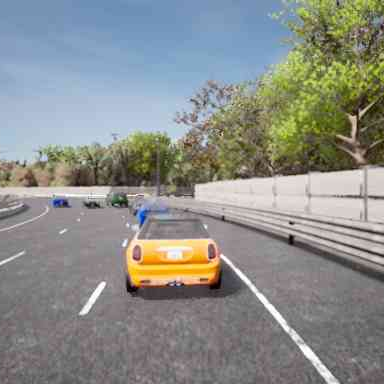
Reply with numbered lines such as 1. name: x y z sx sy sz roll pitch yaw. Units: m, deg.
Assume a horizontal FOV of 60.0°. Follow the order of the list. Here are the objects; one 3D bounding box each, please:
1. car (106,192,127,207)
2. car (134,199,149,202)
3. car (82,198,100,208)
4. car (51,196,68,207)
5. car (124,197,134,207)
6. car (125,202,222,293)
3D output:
1. car: -10.403 1.000 45.905 2.150 2.045 5.566 0 0 -24
2. car: -2.572 1.370 21.939 1.882 1.535 5.008 0 0 -12
3. car: -13.521 1.391 44.249 1.895 1.301 4.718 0 0 -24
4. car: -18.530 1.260 46.604 1.882 1.535 5.008 0 0 -26
5. car: -4.783 1.396 31.124 2.033 1.411 5.357 0 0 -17
6. car: -0.569 1.309 9.000 2.097 1.767 4.553 0 0 -6
